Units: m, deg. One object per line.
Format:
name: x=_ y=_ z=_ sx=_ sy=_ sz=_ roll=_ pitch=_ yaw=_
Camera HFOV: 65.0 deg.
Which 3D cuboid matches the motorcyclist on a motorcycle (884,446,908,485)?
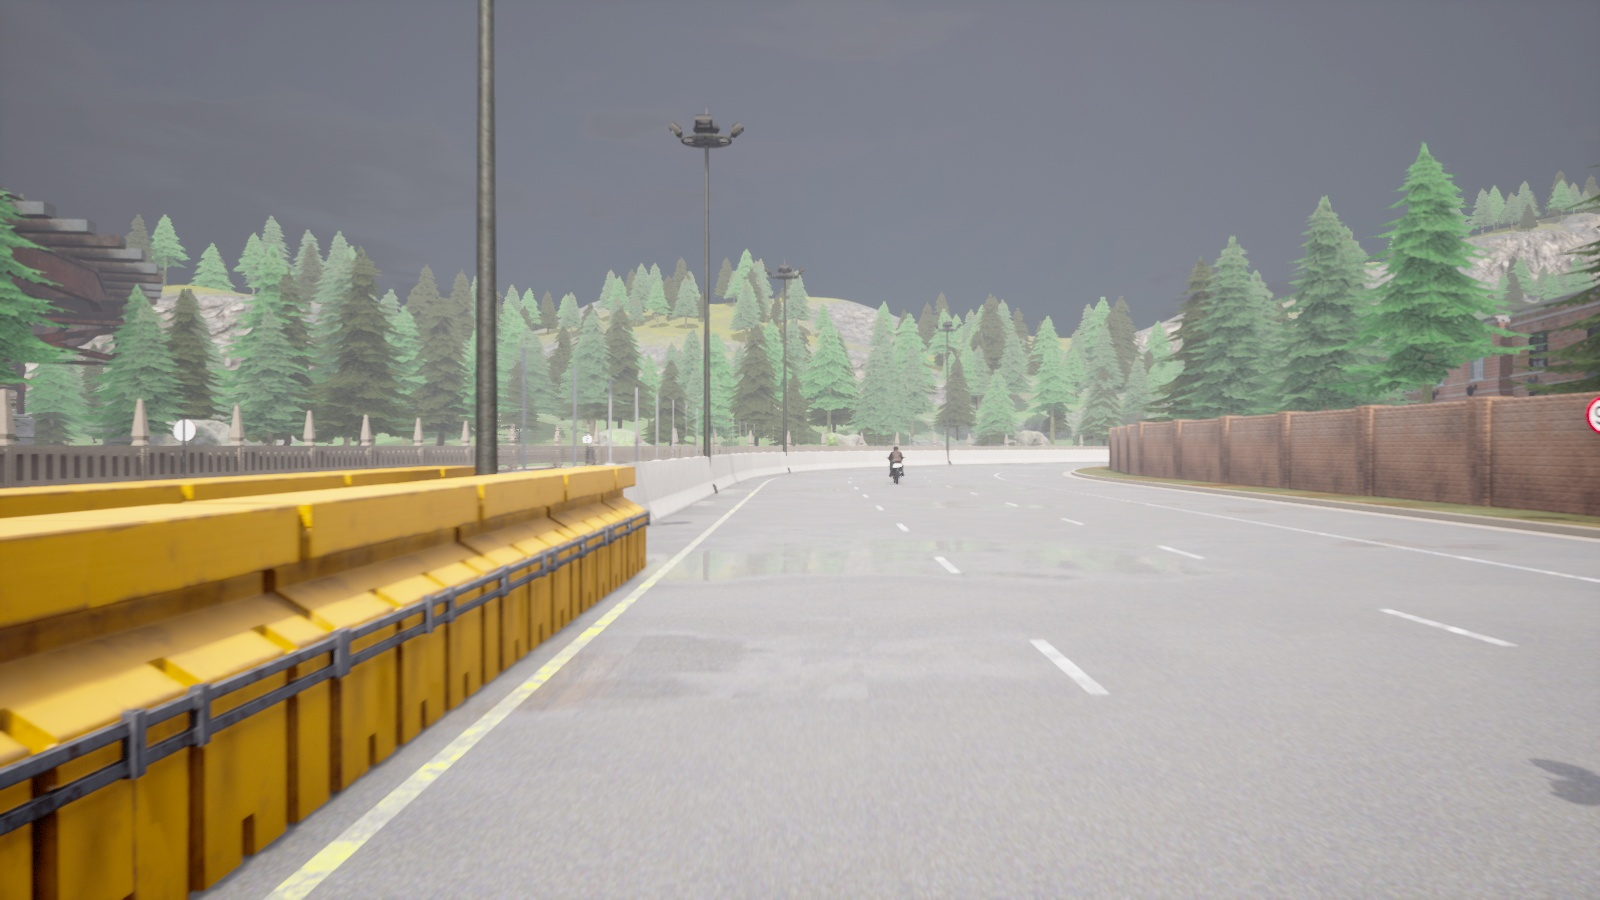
motorcyclist on a motorcycle: x=3.802 y=0.602 z=49.769 sx=0.797 sy=1.523 sz=2.044 roll=0 pitch=0 yaw=0
